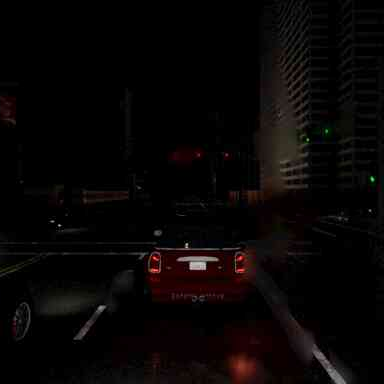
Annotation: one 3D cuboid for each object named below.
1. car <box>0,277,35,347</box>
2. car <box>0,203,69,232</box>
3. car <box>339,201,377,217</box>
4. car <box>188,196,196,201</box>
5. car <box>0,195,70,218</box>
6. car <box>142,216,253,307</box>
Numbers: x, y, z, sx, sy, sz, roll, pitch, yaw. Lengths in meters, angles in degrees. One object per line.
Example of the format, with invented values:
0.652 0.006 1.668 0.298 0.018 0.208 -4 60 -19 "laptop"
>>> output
-3.396 1.526 3.350 1.812 1.442 4.674 0 0 0 "car"
-10.373 1.547 19.352 5.357 1.411 2.033 0 0 0 "car"
16.291 1.547 30.177 5.357 1.411 2.033 0 0 0 "car"
0.057 1.595 83.474 1.895 1.301 4.718 0 0 0 "car"
-11.398 1.221 22.849 5.566 2.045 2.150 0 0 0 "car"
0.105 1.352 8.125 2.097 1.767 4.553 0 0 0 "car"
